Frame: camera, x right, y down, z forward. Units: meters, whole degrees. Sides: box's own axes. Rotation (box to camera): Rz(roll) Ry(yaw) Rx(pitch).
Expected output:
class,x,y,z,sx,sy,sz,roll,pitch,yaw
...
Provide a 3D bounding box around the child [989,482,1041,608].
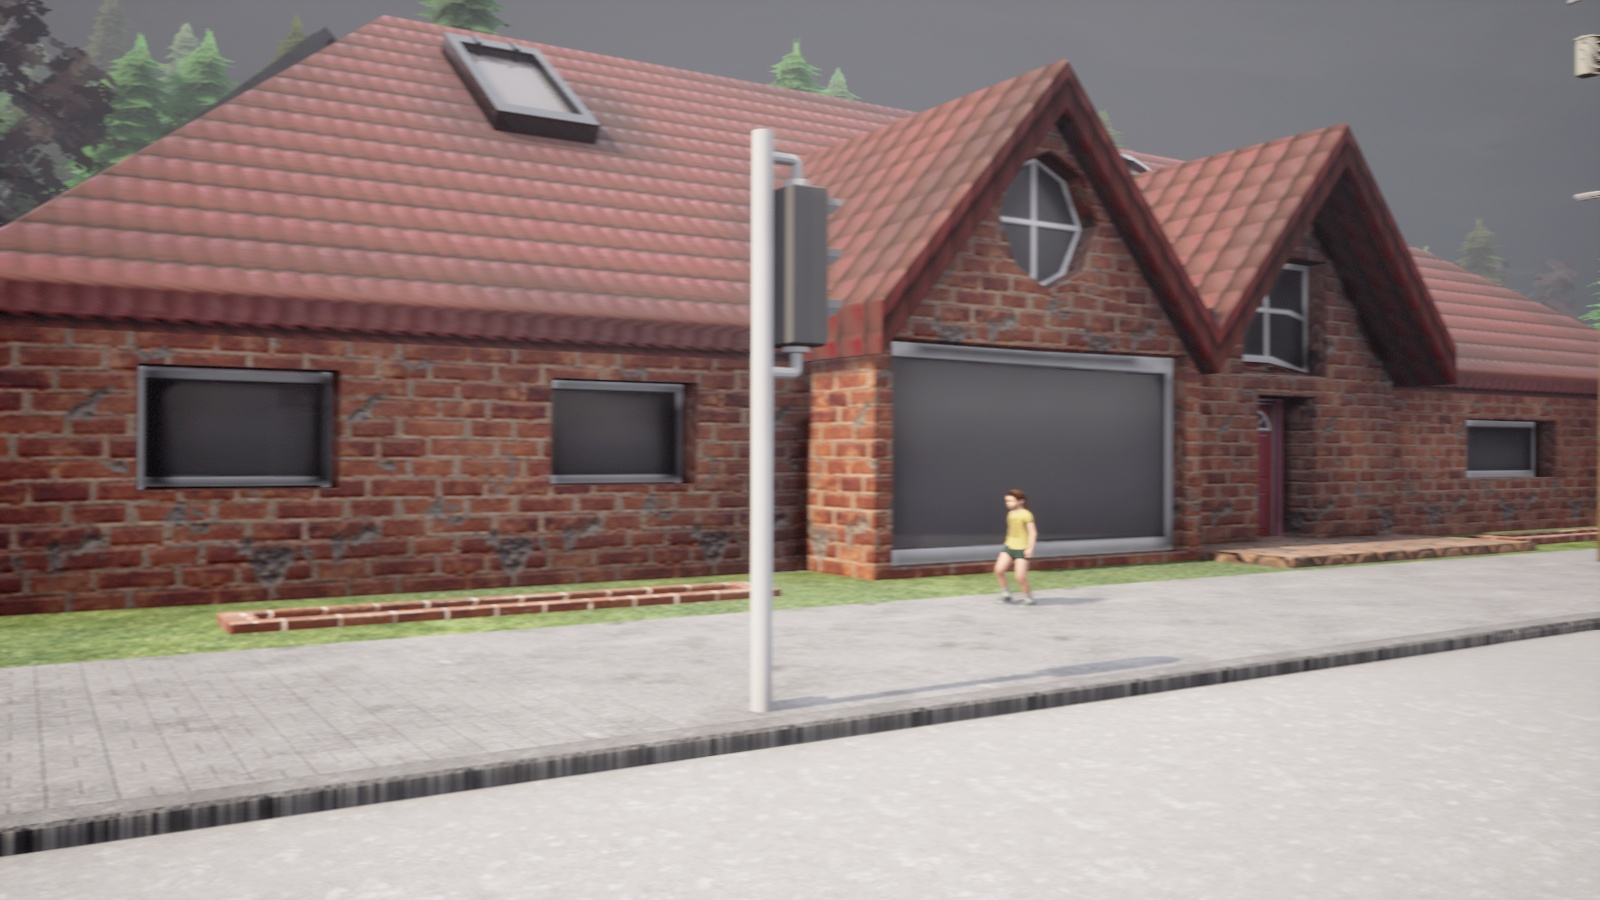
class,x,y,z,sx,sy,sz,roll,pitch,yaw
child,1.948,0.854,11.394,0.394,1.110,0.255,0,0,-31
